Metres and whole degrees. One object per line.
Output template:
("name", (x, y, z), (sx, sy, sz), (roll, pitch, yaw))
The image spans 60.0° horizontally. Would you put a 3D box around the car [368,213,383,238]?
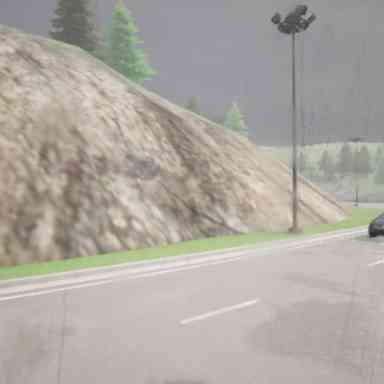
("car", (10.941, 1.671, 17.507), (4.181, 1.385, 1.994), (0, -1, -43))
